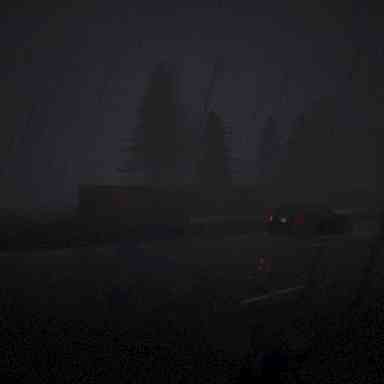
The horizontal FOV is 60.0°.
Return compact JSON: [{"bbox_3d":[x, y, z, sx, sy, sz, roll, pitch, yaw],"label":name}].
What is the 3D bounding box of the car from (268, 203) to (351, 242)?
[{"bbox_3d":[5.949,1.339,16.591,4.553,1.767,2.097,0,0,-36],"label":"car"}]
